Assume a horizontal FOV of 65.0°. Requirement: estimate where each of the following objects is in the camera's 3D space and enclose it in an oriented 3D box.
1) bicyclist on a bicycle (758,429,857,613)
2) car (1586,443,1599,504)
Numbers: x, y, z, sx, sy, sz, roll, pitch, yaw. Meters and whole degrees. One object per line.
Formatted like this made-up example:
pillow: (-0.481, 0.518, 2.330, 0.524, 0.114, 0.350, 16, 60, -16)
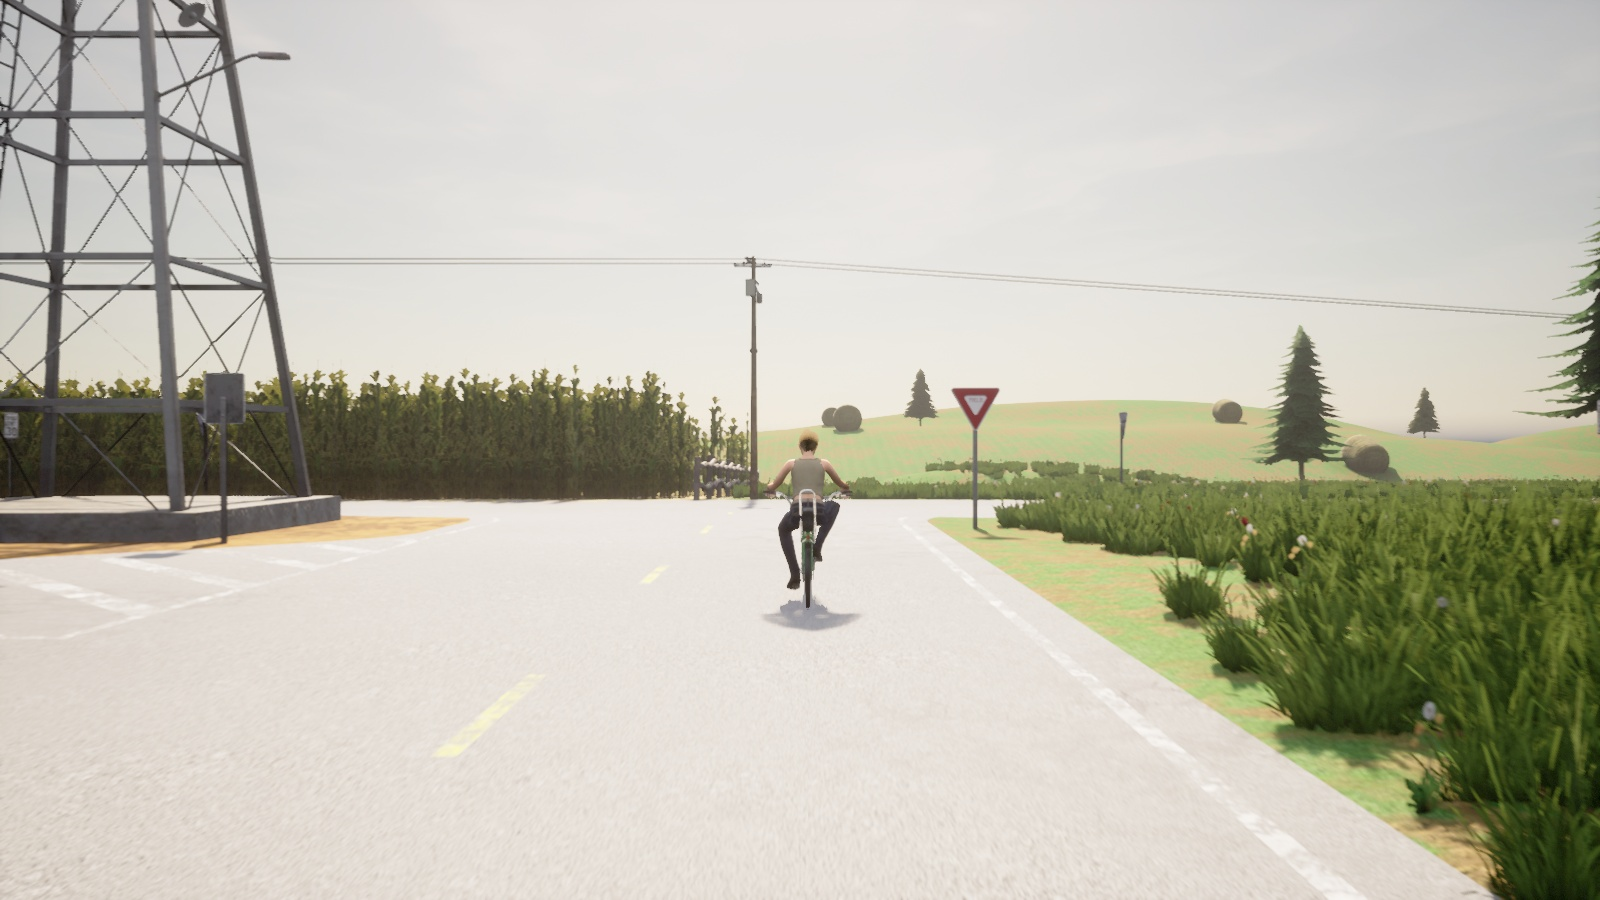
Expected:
bicyclist on a bicycle: (0.075, 0.617, 11.754, 0.866, 1.612, 1.509, 0, 0, 0)
car: (24.226, 0.645, 33.791, 4.856, 1.649, 2.033, 0, 0, 0)
